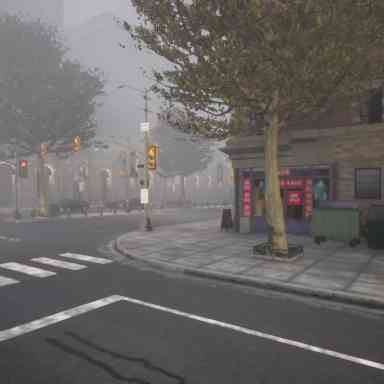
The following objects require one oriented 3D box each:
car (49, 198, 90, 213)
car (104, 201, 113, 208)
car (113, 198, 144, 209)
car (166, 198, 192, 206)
[{"bbox_3d":[-13.875,1.504,37.444,1.837,1.490,4.892,0,0,36],"label":"car"},{"bbox_3d":[-10.251,1.594,47.876,1.895,1.301,4.718,0,0,36],"label":"car"},{"bbox_3d":[-8.038,1.525,45.536,1.812,1.442,4.674,0,0,36],"label":"car"},{"bbox_3d":[-2.148,1.600,53.733,1.895,1.301,4.718,0,0,36],"label":"car"}]
